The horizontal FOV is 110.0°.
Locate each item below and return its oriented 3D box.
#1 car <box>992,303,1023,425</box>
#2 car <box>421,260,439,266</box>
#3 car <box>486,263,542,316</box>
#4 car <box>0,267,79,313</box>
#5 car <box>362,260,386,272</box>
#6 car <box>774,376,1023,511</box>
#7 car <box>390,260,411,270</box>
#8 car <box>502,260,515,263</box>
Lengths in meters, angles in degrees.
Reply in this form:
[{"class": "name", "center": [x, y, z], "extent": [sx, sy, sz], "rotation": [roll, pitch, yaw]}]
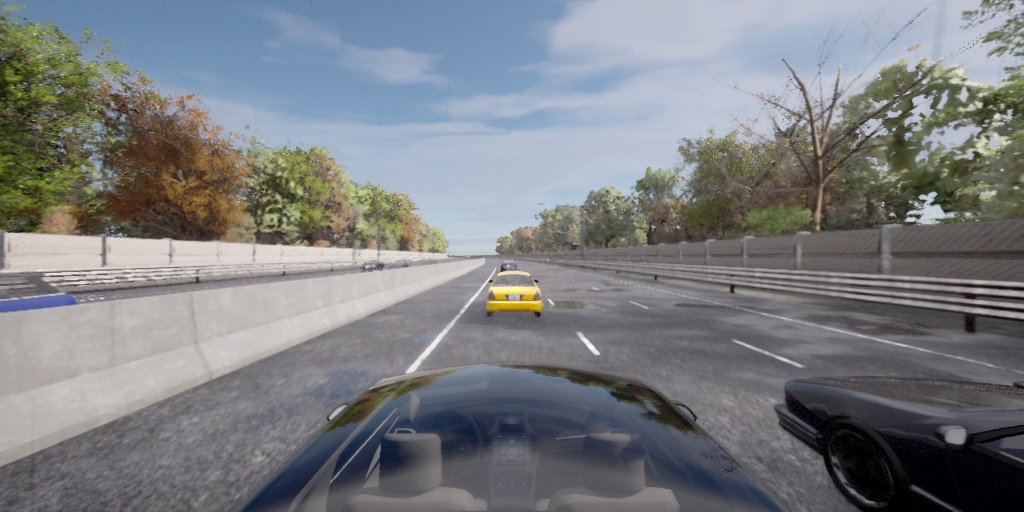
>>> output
[{"class": "car", "center": [7.095, 1.295, 1.857], "extent": [2.033, 1.411, 5.357], "rotation": [0, 0, 0]}, {"class": "car", "center": [-11.239, 1.274, 49.586], "extent": [1.837, 1.490, 4.892], "rotation": [0, -1, -1]}, {"class": "car", "center": [0.052, 1.211, 13.238], "extent": [1.801, 1.575, 5.366], "rotation": [0, 0, 0]}, {"class": "car", "center": [-10.615, 1.107, 6.037], "extent": [2.097, 1.767, 4.553], "rotation": [0, 0, 0]}, {"class": "car", "center": [-18.184, 1.259, 47.385], "extent": [2.128, 1.511, 4.902], "rotation": [0, 0, -1]}, {"class": "car", "center": [3.597, 1.296, 1.153], "extent": [2.033, 1.411, 5.357], "rotation": [0, 0, 0]}, {"class": "car", "center": [-14.686, 1.291, 47.431], "extent": [1.812, 1.442, 4.674], "rotation": [0, 0, -1]}, {"class": "car", "center": [-0.435, 1.270, 44.514], "extent": [2.163, 1.488, 4.792], "rotation": [0, 0, -1]}]
